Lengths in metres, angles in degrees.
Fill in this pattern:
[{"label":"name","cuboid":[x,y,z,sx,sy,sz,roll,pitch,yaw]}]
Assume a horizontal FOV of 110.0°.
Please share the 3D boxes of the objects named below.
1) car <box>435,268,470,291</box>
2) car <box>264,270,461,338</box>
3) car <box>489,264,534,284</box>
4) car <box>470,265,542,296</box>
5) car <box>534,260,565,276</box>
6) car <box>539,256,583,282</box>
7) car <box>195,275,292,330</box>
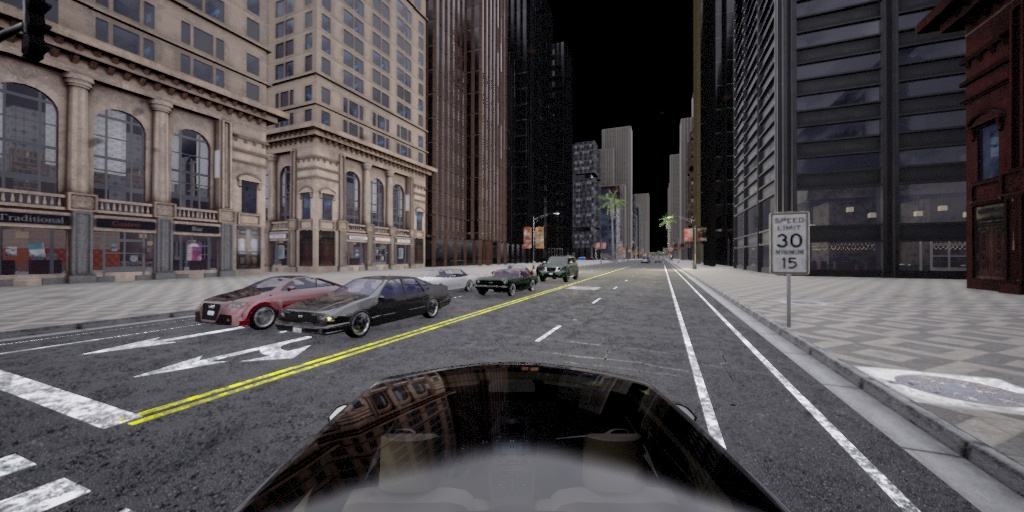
[{"label":"car","cuboid":[-3.762,1.355,19.332,1.895,1.301,4.718,0,0,23]},{"label":"car","cuboid":[-3.874,1.299,10.631,2.033,1.411,5.357,0,0,23]},{"label":"car","cuboid":[0.081,1.362,28.523,1.895,1.301,4.718,0,0,23]},{"label":"car","cuboid":[-0.177,1.356,19.479,1.895,1.301,4.718,0,0,23]},{"label":"car","cuboid":[4.051,1.247,37.925,1.882,1.535,5.008,0,0,23]},{"label":"car","cuboid":[3.951,0.984,29.346,2.150,2.045,5.566,0,0,22]},{"label":"car","cuboid":[-7.135,1.315,11.247,1.994,1.385,4.181,0,0,23]}]
